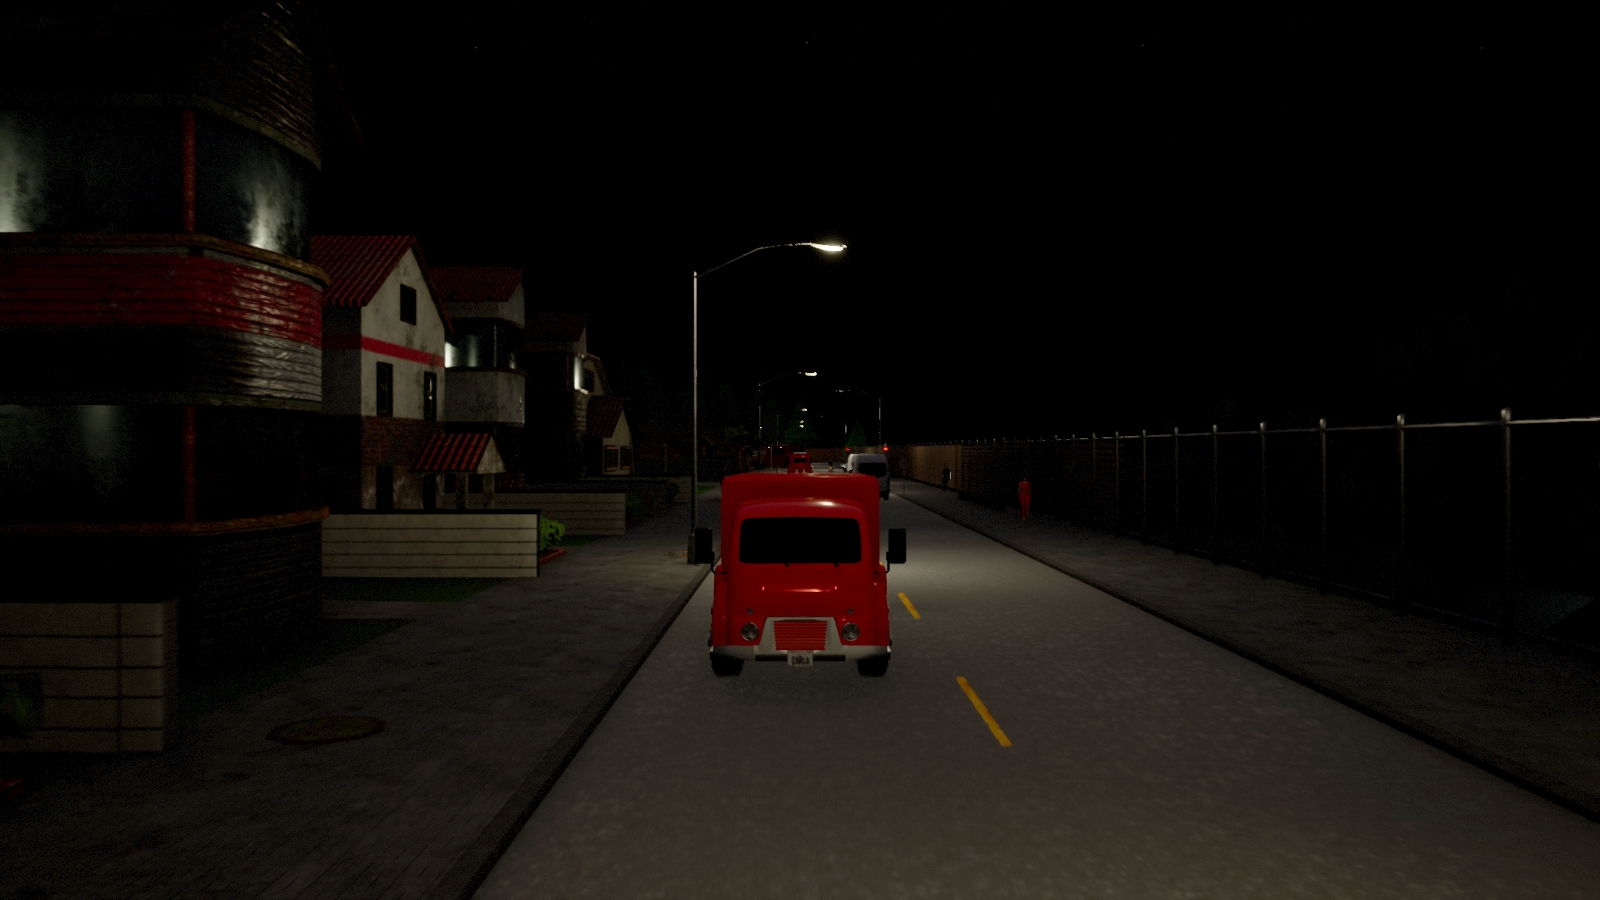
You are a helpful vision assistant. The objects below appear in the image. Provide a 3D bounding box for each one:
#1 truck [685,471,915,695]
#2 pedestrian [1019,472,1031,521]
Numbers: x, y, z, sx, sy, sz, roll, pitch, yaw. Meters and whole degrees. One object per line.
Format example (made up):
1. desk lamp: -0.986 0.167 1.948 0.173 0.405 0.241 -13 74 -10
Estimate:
1. truck: 0.003 1.568 15.669 2.627 2.467 5.204 0 0 0
2. pedestrian: 8.459 1.744 42.992 0.375 1.860 0.375 0 0 2
